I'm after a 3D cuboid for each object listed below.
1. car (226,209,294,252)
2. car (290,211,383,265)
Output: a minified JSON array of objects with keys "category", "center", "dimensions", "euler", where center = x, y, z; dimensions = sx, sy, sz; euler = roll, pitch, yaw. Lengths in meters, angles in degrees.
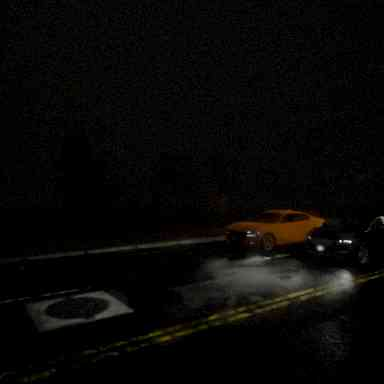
[{"category":"car","center":[3.683,1.512,14.300],"dimensions":[5.008,1.535,1.882],"euler":[0,0,-36]},{"category":"car","center":[6.080,1.528,12.017],"dimensions":[4.902,1.511,2.128],"euler":[0,0,-35]}]
